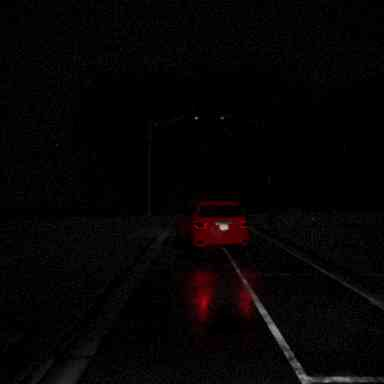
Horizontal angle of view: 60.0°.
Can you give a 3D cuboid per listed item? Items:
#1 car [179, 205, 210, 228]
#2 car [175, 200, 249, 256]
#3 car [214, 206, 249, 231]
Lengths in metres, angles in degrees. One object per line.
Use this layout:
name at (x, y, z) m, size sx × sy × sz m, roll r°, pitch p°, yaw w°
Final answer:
car at (0.256, 1.782, 24.748) m, size 1.994 × 1.385 × 4.181 m, roll 1°, pitch 0°, yaw 4°
car at (0.638, 1.345, 14.019) m, size 2.150 × 2.045 × 5.566 m, roll 0°, pitch -1°, yaw -10°
car at (2.606, 1.754, 23.080) m, size 1.887 × 1.381 × 4.507 m, roll -1°, pitch -1°, yaw 0°
